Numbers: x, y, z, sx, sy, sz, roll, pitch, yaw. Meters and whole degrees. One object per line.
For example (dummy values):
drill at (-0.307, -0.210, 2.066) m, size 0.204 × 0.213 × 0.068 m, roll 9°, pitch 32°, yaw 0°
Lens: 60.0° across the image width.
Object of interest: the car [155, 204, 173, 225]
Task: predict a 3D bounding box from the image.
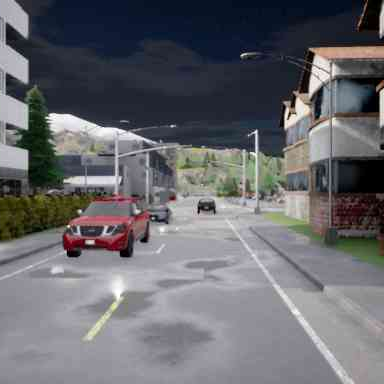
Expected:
car at (-2.552, 1.598, 24.392) m, size 1.994 × 1.385 × 4.181 m, roll 0°, pitch 0°, yaw 3°

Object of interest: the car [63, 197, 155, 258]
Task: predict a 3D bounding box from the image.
car at (-3.091, 1.241, 13.290) m, size 2.150 × 2.045 × 5.566 m, roll 0°, pitch 0°, yaw 3°

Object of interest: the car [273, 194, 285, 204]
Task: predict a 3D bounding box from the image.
car at (17.018, 1.334, 59.605) m, size 3.806 × 1.475 × 1.970 m, roll 0°, pitch 0°, yaw 2°

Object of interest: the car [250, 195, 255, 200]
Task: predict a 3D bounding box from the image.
car at (17.238, 1.231, 81.734) m, size 4.605 × 1.855 × 1.932 m, roll 0°, pitch 0°, yaw 2°

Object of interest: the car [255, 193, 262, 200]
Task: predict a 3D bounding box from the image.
car at (17.525, 1.206, 78.813) m, size 3.866 × 1.878 × 1.905 m, roll 0°, pitch 0°, yaw 2°

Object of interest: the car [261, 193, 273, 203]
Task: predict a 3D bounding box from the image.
car at (16.972, 1.265, 66.031) m, size 5.027 × 1.636 × 2.152 m, roll 0°, pitch 0°, yaw 2°

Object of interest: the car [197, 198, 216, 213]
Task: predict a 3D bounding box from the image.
car at (1.584, 1.421, 36.212) m, size 1.882 × 1.535 × 5.008 m, roll -1°, pitch 0°, yaw 3°
